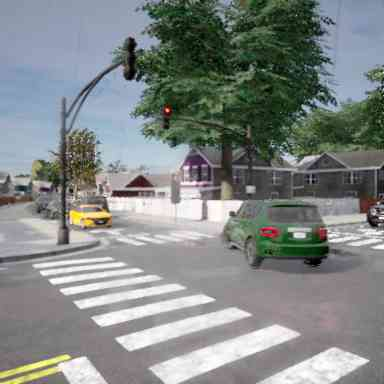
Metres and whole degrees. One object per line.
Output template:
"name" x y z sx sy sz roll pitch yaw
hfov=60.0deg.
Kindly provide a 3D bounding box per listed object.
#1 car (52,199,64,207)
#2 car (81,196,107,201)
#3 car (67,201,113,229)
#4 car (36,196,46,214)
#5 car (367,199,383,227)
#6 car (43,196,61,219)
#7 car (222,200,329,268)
"car" -24.057 1.994 59.420 1.895 1.301 4.718 0 0 -23
"car" -9.880 1.436 32.884 2.150 2.045 5.566 0 0 -32
"car" -7.128 1.639 23.193 1.882 1.535 5.008 0 0 -34
"car" -17.724 1.497 40.547 2.150 2.045 5.566 0 0 -29
"car" 13.534 1.212 21.438 5.566 2.045 2.150 0 0 -36
"car" -12.339 1.568 31.321 2.097 1.767 4.553 0 0 -31
"car" 2.677 1.300 11.832 2.150 2.045 5.566 1 0 -6
